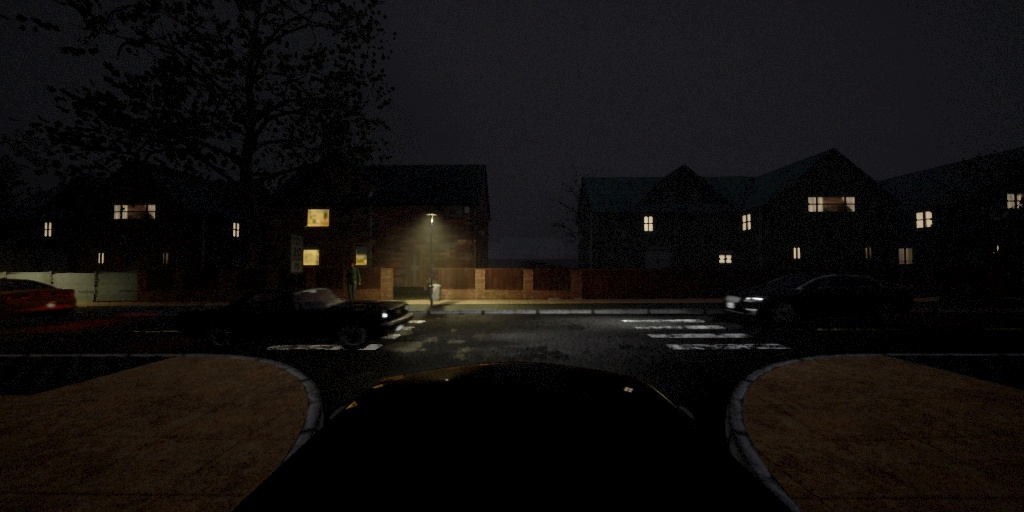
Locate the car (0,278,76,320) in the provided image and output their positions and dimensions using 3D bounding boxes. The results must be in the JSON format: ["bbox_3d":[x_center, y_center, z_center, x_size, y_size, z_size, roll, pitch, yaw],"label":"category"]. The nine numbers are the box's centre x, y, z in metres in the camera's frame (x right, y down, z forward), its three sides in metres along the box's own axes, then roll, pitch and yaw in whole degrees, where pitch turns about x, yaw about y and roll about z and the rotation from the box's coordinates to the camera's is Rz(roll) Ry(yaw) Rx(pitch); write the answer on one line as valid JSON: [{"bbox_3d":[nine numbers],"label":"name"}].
[{"bbox_3d":[-17.658,1.492,11.890,5.008,1.535,1.882,-1,-1,2],"label":"car"}]

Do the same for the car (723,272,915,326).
[{"bbox_3d":[9.237,1.245,11.062,4.902,1.511,2.128,0,-1,2],"label":"car"}]

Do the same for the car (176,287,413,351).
[{"bbox_3d":[-4.882,1.406,8.543,4.718,1.301,1.895,-1,-1,2],"label":"car"}]

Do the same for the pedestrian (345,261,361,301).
[{"bbox_3d":[-6.455,1.113,14.464,0.375,1.860,0.375,0,-1,2],"label":"pedestrian"}]
